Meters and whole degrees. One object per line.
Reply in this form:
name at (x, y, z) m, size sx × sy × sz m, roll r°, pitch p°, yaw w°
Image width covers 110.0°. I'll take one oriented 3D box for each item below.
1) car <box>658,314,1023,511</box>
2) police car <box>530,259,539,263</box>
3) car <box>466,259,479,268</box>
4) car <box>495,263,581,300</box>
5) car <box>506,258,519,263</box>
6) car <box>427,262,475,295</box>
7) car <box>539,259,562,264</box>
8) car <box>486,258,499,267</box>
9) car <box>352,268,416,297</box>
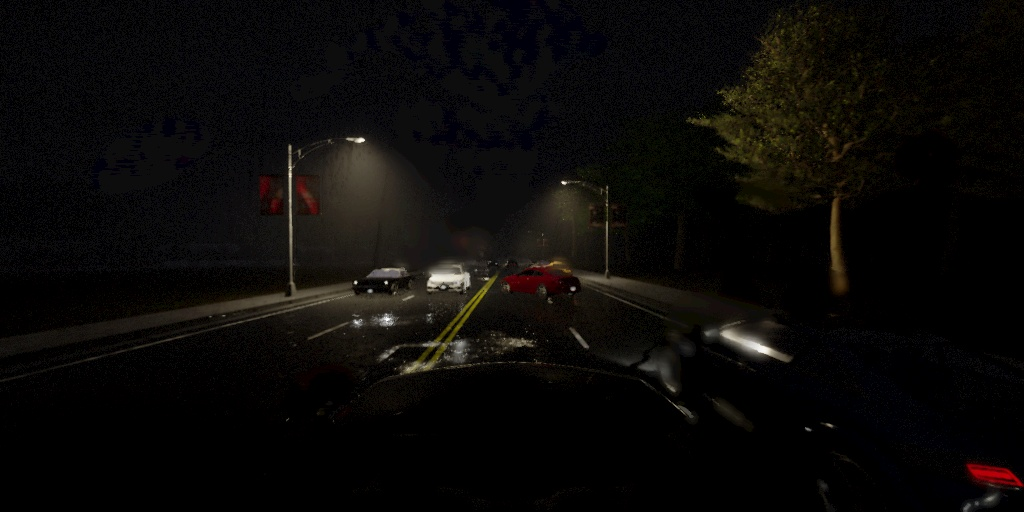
car at (3.251, 1.310, 3.868) m, size 1.994 × 1.385 × 4.181 m, roll 0°, pitch 0°, yaw 0°
police car at (3.265, 1.208, 36.874) m, size 2.038 × 1.542 × 4.974 m, roll 0°, pitch 0°, yaw 0°
car at (-6.532, 1.205, 59.371) m, size 1.812 × 1.442 × 4.674 m, roll 0°, pitch 0°, yaw 1°
car at (1.303, 1.252, 17.539) m, size 1.812 × 1.442 × 4.674 m, roll 0°, pitch 0°, yaw -36°
car at (0.050, 1.186, 59.001) m, size 1.837 × 1.490 × 4.892 m, roll 0°, pitch 1°, yaw 1°
car at (-3.342, 1.249, 19.766) m, size 1.812 × 1.442 × 4.674 m, roll 0°, pitch 0°, yaw 0°
car at (3.260, 1.171, 26.061) m, size 1.801 × 1.575 × 5.366 m, roll 0°, pitch 0°, yaw 0°
car at (-3.265, 1.181, 61.538) m, size 1.837 × 1.490 × 4.892 m, roll 0°, pitch 0°, yaw 1°
car at (-6.593, 1.325, 18.910) m, size 1.895 × 1.301 × 4.718 m, roll 0°, pitch 0°, yaw 0°
